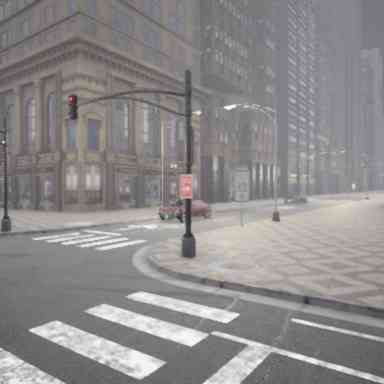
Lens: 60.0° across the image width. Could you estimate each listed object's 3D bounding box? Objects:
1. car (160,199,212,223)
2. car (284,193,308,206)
[{"bbox_3d":[-0.303,1.272,23.681,1.812,1.442,4.674,0,1,36],"label":"car"},{"bbox_3d":[13.274,0.899,42.476,2.128,1.511,4.902,0,1,36],"label":"car"}]
